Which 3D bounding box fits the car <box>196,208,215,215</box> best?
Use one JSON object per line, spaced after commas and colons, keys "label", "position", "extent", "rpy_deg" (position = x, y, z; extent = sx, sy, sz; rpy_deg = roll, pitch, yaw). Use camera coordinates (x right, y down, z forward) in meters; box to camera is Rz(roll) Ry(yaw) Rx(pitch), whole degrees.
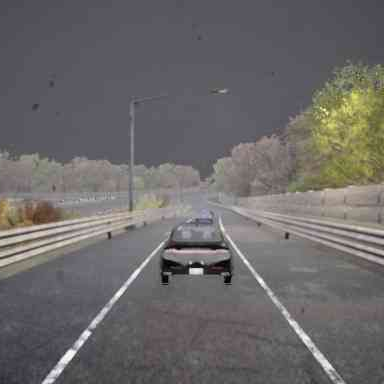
{"label": "car", "position": [1.318, 2.456, 34.138], "extent": [2.033, 1.411, 5.357], "rpy_deg": [0, -2, 4]}

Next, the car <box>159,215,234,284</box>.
{"label": "car", "position": [0.146, 1.649, 10.010], "extent": [2.128, 1.511, 4.902], "rpy_deg": [0, -1, 1]}

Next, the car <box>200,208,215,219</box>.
{"label": "car", "position": [2.101, 2.847, 44.758], "extent": [1.895, 1.301, 4.718], "rpy_deg": [0, -2, 4]}
